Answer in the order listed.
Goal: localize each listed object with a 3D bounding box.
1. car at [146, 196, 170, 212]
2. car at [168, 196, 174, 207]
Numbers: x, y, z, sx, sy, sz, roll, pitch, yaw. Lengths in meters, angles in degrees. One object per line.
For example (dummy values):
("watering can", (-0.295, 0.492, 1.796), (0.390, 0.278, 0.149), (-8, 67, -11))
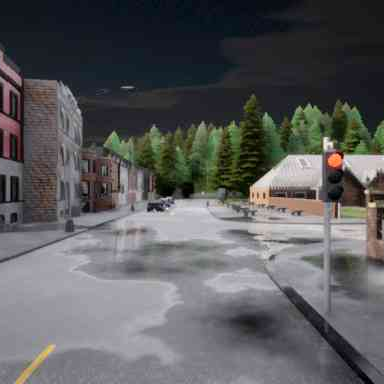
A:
("car", (-4.124, 1.544, 39.163), (2.033, 1.411, 5.357), (0, 0, 0))
("car", (-4.133, 1.522, 48.776), (1.812, 1.442, 4.674), (0, 0, 0))
